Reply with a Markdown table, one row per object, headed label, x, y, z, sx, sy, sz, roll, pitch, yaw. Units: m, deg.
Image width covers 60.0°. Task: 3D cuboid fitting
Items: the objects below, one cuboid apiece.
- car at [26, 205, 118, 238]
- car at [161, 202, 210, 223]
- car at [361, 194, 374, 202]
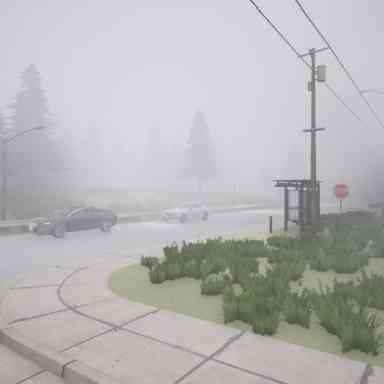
| label | x | y | z | sx | sy | sz | roll | pitch | yaw |
| --- | --- | --- | --- | --- | --- | --- | --- | --- | --- |
| car | -6.239 | 1.491 | 17.823 | 2.128 | 1.511 | 4.902 | 0 | 0 | 36 |
| car | -0.393 | 1.525 | 25.896 | 1.812 | 1.442 | 4.674 | 0 | 0 | 36 |
| car | 40.343 | 1.355 | 76.520 | 2.097 | 1.767 | 4.553 | 0 | 0 | 36 |
